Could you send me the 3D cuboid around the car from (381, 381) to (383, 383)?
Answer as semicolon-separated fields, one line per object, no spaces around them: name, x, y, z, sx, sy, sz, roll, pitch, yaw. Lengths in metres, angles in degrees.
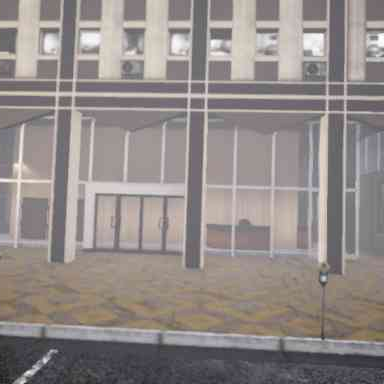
car;3.427;1.562;1.776;4.553;1.767;2.097;2;-3;3
